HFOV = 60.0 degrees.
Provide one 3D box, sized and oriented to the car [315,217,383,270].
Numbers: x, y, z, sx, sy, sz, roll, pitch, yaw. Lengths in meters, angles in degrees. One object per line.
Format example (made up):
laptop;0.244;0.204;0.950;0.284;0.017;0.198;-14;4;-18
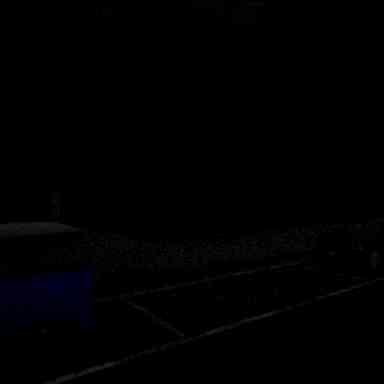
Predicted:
car;5.874;1.535;10.953;4.507;1.381;1.887;0;0;-35

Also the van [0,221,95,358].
van;-3.343;1.341;4.378;3.998;1.788;1.690;0;0;-35
